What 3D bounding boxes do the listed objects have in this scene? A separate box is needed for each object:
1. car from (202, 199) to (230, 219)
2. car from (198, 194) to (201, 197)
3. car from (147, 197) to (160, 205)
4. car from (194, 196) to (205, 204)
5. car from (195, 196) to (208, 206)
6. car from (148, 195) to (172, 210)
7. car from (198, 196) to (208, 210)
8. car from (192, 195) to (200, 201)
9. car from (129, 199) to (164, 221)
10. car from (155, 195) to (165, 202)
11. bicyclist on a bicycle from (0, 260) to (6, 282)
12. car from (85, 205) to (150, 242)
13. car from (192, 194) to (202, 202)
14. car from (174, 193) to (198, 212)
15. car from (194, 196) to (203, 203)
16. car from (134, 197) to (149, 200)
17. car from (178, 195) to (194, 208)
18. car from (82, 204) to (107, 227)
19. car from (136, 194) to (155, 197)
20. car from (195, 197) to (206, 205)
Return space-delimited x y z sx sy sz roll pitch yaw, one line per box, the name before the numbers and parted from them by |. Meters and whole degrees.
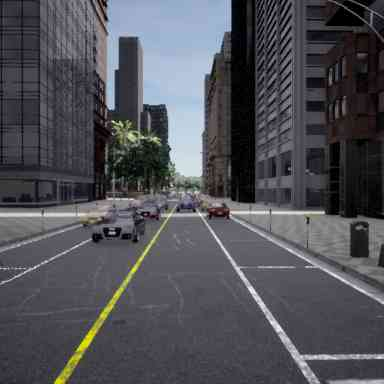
car | 2.189 1.545 28.698 1.887 1.381 4.507 0 0 -1
car | 1.736 1.450 50.394 1.967 1.590 4.097 0 0 -1
car | -7.013 1.563 61.076 1.887 1.381 4.507 0 0 -1
car | 1.398 1.574 66.665 2.008 1.369 4.403 0 0 -1
car | 1.623 1.454 55.818 1.967 1.590 4.097 0 0 -1
car | -3.946 1.494 41.800 2.128 1.511 4.902 0 0 -1
car | 1.959 1.529 39.716 1.752 1.417 4.829 0 0 -1
car | 0.946 1.605 88.361 1.947 1.339 4.313 0 0 -1
car | -3.624 1.564 27.443 1.994 1.385 4.181 0 0 -1
car | -7.352 1.472 77.352 1.967 1.590 4.097 0 0 -1
bicyclist on a bicycle | -5.318 1.453 8.000 1.656 1.620 0.582 -1 0 -1
car | -3.402 1.563 16.103 1.994 1.385 4.181 0 0 -1
car | 1.171 1.347 77.513 2.192 1.841 5.009 0 0 -1
car | -0.670 1.355 38.186 2.097 1.767 4.553 0 0 -1
car | 1.281 1.553 72.259 1.752 1.417 4.829 0 0 -1
car | -6.561 1.585 39.378 1.802 1.307 4.206 0 0 -1
car | -0.872 1.360 47.953 2.097 1.767 4.553 0 0 -1
car | -6.218 1.524 22.933 1.752 1.417 4.829 0 0 -1
car | -6.675 1.321 44.802 2.192 1.841 5.009 0 0 -1
car | 1.510 1.563 61.242 1.887 1.381 4.507 0 0 -1
